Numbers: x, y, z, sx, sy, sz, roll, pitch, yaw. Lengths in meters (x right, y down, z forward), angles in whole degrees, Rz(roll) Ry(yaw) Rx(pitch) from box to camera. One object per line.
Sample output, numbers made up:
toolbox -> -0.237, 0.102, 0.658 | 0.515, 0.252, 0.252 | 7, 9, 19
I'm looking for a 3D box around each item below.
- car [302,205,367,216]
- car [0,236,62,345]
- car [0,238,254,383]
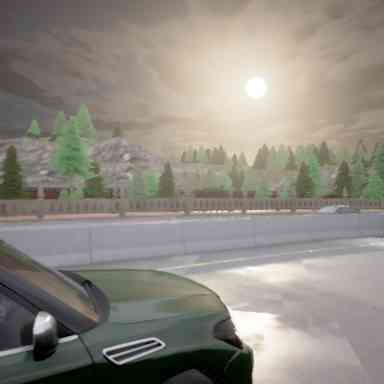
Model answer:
car -> 8.829, 1.545, 20.539 | 4.674, 1.442, 1.812 | 0, 0, -23
car -> -4.545, 1.566, 4.714 | 4.718, 1.301, 1.895 | 0, 0, -36
car -> -2.094, 1.204, 2.180 | 5.566, 2.045, 2.150 | 0, 0, -36
